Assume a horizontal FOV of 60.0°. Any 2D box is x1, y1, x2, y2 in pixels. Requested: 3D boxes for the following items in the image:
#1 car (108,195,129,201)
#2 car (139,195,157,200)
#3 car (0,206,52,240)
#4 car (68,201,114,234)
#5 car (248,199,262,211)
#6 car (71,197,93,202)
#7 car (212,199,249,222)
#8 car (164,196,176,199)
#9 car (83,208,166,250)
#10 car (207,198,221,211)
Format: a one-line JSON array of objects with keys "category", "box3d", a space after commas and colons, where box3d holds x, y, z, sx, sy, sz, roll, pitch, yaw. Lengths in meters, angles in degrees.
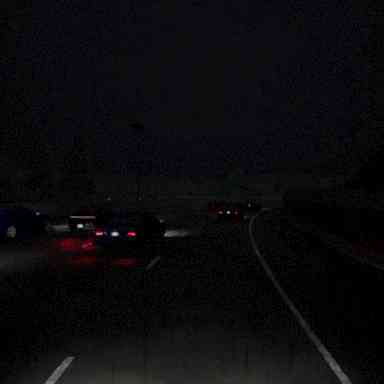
[{"category": "car", "box3d": [-14.105, 1.370, 63.856, 2.097, 1.767, 4.553, 0, 0, 24]}, {"category": "car", "box3d": [-8.860, 1.401, 66.879, 2.097, 1.767, 4.553, 0, 0, 26]}, {"category": "car", "box3d": [-9.133, 1.471, 16.991, 1.882, 1.535, 5.008, 0, 0, 7]}, {"category": "car", "box3d": [-5.306, 1.496, 19.204, 2.128, 1.511, 4.902, 0, 0, 8]}, {"category": "car", "box3d": [7.656, 1.618, 42.404, 1.994, 1.385, 4.181, 0, 0, 19]}, {"category": "car", "box3d": [-19.694, 1.569, 59.619, 1.994, 1.385, 4.181, 0, 0, 22]}, {"category": "car", "box3d": [3.243, 1.579, 27.135, 2.033, 1.411, 5.357, 0, 0, 12]}, {"category": "car", "box3d": [-4.402, 1.520, 67.990, 1.994, 1.385, 4.181, 0, 0, 27]}, {"category": "car", "box3d": [-2.461, 1.555, 14.375, 2.033, 1.411, 5.357, 0, 0, 7]}, {"category": "car", "box3d": [3.253, 1.520, 40.383, 1.882, 1.535, 5.008, 0, 0, 17]}]
